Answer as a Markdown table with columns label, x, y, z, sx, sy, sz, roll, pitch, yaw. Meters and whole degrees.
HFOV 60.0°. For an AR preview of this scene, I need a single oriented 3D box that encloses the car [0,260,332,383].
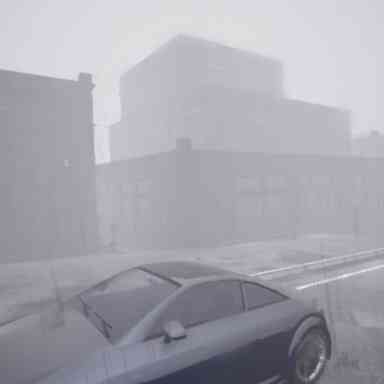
| label | x | y | z | sx | sy | sz | roll | pitch | yaw |
| --- | --- | --- | --- | --- | --- | --- | --- | --- | --- |
| car | -0.316 | 1.563 | 3.757 | 4.181 | 1.385 | 1.994 | 0 | 0 | -35 |
